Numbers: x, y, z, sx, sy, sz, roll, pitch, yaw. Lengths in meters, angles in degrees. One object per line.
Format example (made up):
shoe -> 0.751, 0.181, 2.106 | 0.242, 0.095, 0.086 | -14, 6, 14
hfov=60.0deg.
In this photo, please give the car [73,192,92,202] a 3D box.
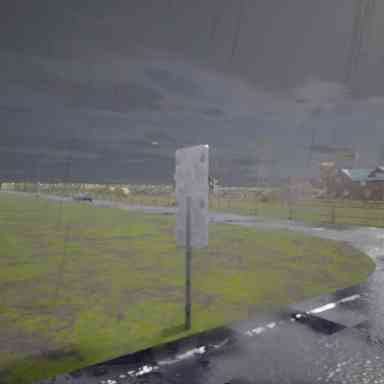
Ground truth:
car -> -16.861, 0.768, 51.269 | 1.994, 1.385, 4.181 | 1, 0, -36
